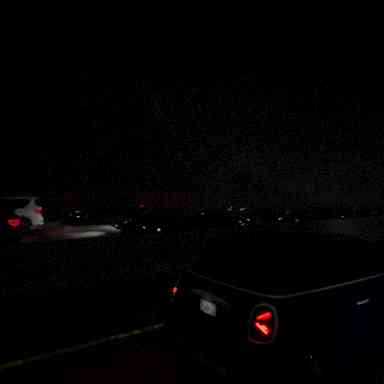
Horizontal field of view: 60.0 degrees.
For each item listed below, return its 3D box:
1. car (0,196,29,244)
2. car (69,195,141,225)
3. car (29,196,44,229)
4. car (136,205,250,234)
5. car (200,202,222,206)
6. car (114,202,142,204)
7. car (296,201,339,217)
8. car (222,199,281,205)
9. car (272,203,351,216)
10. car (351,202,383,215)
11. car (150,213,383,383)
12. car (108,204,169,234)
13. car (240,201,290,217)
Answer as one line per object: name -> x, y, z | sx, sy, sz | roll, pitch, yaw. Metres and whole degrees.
car -> -8.601, 1.216, 10.743 | 5.566, 2.045, 2.150 | 0, 0, -36
car -> -6.337, 1.282, 25.146 | 5.566, 2.045, 2.150 | 0, 0, -36
car -> -10.916, 1.229, 17.641 | 5.566, 2.045, 2.150 | 0, 0, -35
car -> 0.160, 1.611, 16.883 | 5.357, 1.411, 2.033 | 0, 0, -36
car -> 1.894, 1.673, 31.021 | 5.357, 1.411, 2.033 | 0, 0, -36
car -> -2.468, 1.622, 23.607 | 5.357, 1.411, 2.033 | 0, 0, -36
car -> 13.486, 1.752, 35.552 | 5.357, 1.411, 2.033 | 0, 0, -42
car -> 5.279, 1.489, 29.135 | 4.553, 1.767, 2.097 | 0, 0, -36
car -> 8.206, 1.675, 22.626 | 5.357, 1.411, 2.033 | 0, 0, -36
car -> 15.778, 1.667, 28.305 | 5.008, 1.535, 1.882 | 0, 0, -38
car -> 1.918, 1.380, 5.115 | 4.553, 1.767, 2.097 | 1, 0, -35
car -> -2.205, 1.587, 19.495 | 4.674, 1.442, 1.812 | 0, 0, -36
car -> 5.286, 1.626, 24.840 | 4.892, 1.490, 1.837 | 0, 0, -36
